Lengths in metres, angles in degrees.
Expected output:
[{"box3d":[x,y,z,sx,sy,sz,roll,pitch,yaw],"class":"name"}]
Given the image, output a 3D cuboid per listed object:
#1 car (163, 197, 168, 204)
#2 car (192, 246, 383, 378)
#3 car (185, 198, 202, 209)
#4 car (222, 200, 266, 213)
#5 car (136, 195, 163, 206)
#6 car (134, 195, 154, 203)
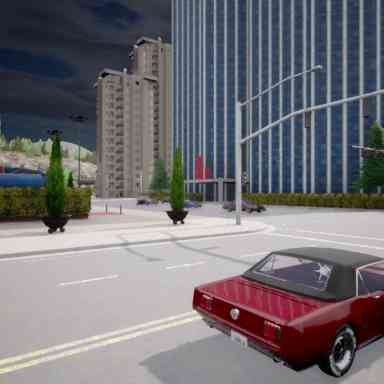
[{"box3d":[-4.049,1.491,62.305,2.128,1.511,4.902,0,0,-36],"class":"car"},{"box3d":[2.422,1.601,5.540,4.718,1.301,1.895,0,0,-35],"class":"car"},{"box3d":[-0.549,1.526,45.280,1.812,1.442,4.674,0,0,-36],"class":"car"},{"box3d":[5.648,1.547,36.744,2.033,1.411,5.357,0,0,-36],"class":"car"},{"box3d":[-7.301,1.355,54.581,2.097,1.767,4.553,0,0,-36],"class":"car"},{"box3d":[-10.225,1.511,70.692,2.128,1.511,4.902,0,0,-36],"class":"car"}]
